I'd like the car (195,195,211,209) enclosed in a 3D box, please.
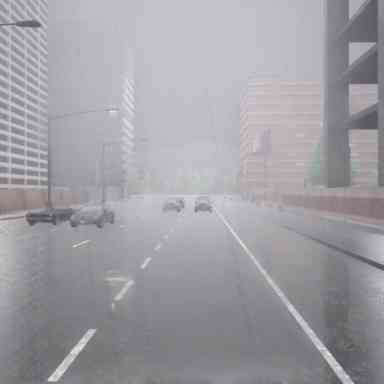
[{"bbox_3d":[1.557,1.352,47.265,2.097,1.767,4.553,0,0,2],"label":"car"}]

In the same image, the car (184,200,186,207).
[{"bbox_3d":[-1.950,1.505,47.036,1.837,1.490,4.892,0,0,2],"label":"car"}]

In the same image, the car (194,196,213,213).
[{"bbox_3d":[1.245,1.526,37.215,1.812,1.442,4.674,0,0,2],"label":"car"}]

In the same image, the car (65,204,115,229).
[{"bbox_3d":[-6.363,1.525,21.891,1.812,1.442,4.674,0,0,2],"label":"car"}]

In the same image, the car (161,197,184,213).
[{"bbox_3d":[-2.240,1.526,37.695,1.812,1.442,4.674,0,0,2],"label":"car"}]

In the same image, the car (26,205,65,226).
[{"bbox_3d":[-9.792,1.601,23.682,1.895,1.301,4.718,0,0,2],"label":"car"}]
